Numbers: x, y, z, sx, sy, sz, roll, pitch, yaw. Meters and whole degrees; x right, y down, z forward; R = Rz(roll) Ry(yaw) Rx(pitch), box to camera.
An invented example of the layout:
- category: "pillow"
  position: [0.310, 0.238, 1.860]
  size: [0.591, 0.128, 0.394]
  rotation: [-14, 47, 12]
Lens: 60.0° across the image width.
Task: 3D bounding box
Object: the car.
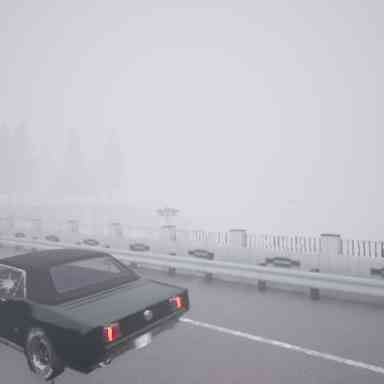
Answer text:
- category: "car"
  position: [-2.461, 1.636, 5.506]
  size: [4.718, 1.301, 1.895]
  rotation: [0, 0, 34]
